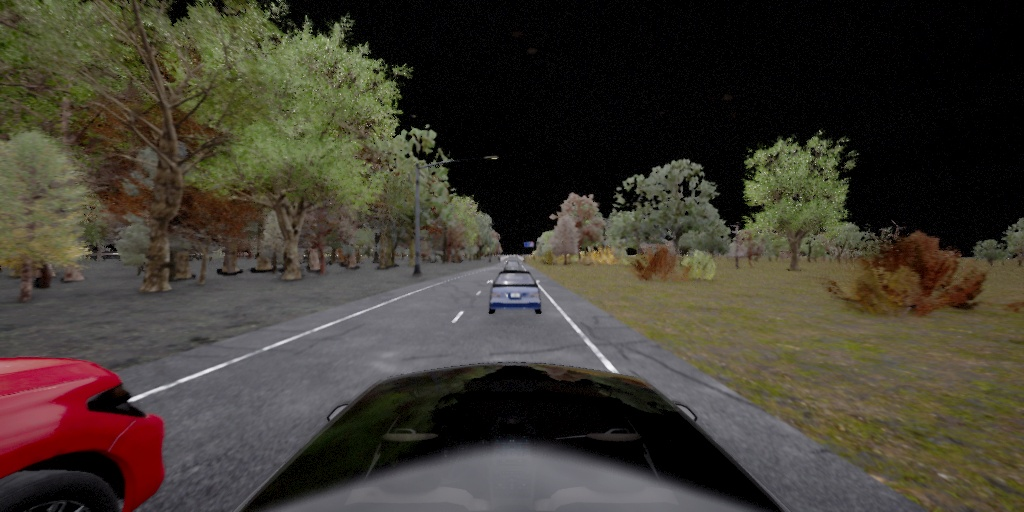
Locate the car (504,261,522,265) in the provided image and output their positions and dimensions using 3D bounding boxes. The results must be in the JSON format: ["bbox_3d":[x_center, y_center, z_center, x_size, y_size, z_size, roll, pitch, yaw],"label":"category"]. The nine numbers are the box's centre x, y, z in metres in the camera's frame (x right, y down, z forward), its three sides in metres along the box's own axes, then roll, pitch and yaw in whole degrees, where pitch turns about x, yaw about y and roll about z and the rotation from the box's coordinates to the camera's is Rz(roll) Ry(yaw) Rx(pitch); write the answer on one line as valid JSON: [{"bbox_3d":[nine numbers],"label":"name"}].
[{"bbox_3d":[0.105,1.201,38.155,1.994,1.385,4.181,0,0,0],"label":"car"}]

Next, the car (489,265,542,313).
[{"bbox_3d":[0.102,1.260,13.677,2.033,1.411,5.357,0,0,0],"label":"car"}]
